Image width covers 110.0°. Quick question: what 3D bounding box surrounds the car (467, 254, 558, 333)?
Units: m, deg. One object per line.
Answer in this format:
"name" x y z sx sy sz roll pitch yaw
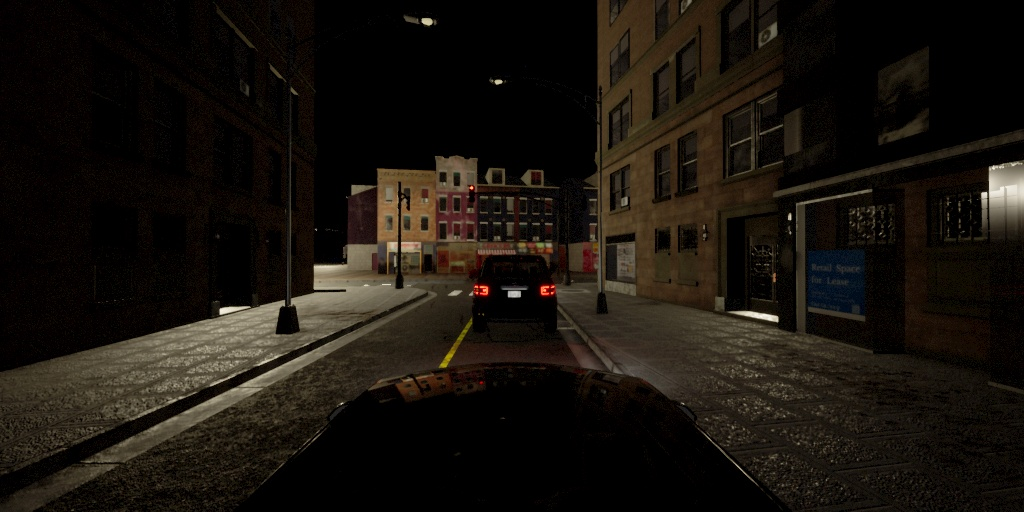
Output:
"car" 0.096 0.972 10.940 2.150 2.045 5.566 0 0 1

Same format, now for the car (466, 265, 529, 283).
"car" -1.186 1.361 28.166 4.718 1.301 1.895 0 0 -10
